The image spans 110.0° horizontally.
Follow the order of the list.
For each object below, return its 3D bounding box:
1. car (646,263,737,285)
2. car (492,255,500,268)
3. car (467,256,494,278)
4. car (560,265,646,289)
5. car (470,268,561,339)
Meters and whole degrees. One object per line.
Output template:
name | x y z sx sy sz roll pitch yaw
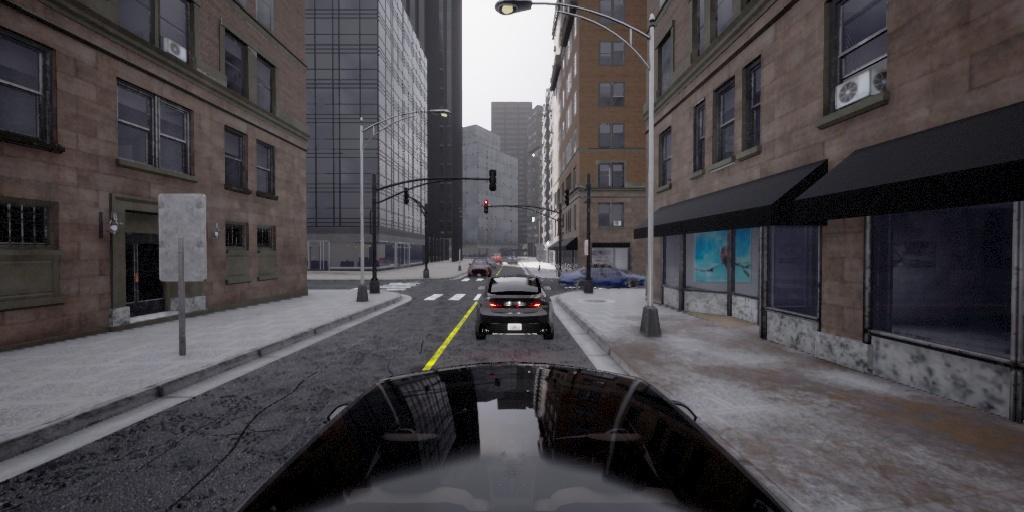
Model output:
car | 12.519 1.202 25.213 5.357 1.411 2.033 0 1 0
car | -3.151 1.068 49.398 2.128 1.511 4.902 0 1 0
car | -2.960 1.052 33.157 2.097 1.767 4.553 0 0 -3
car | 5.536 1.269 21.999 5.357 1.411 2.033 0 1 9
car | 0.070 1.252 10.009 1.837 1.490 4.892 0 0 0
